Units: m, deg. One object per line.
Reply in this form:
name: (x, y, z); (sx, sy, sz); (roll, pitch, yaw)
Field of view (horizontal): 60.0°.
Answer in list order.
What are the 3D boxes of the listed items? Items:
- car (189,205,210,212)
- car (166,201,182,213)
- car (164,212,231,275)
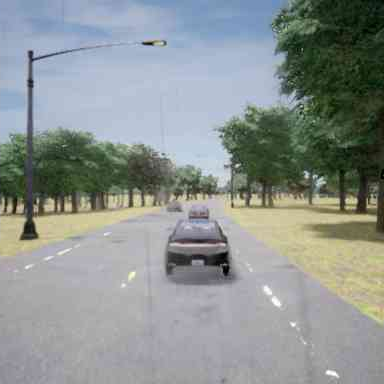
car: (0.635, 1.881, 29.953); (2.033, 1.411, 5.357); (0, -1, 2)
car: (-2.370, 2.027, 45.801); (1.837, 1.490, 4.892); (0, -1, 3)
car: (0.186, 1.613, 10.904); (2.128, 1.511, 4.902); (0, -1, 1)
